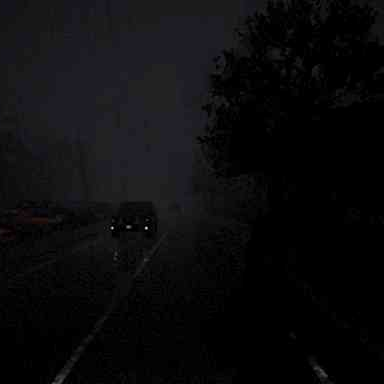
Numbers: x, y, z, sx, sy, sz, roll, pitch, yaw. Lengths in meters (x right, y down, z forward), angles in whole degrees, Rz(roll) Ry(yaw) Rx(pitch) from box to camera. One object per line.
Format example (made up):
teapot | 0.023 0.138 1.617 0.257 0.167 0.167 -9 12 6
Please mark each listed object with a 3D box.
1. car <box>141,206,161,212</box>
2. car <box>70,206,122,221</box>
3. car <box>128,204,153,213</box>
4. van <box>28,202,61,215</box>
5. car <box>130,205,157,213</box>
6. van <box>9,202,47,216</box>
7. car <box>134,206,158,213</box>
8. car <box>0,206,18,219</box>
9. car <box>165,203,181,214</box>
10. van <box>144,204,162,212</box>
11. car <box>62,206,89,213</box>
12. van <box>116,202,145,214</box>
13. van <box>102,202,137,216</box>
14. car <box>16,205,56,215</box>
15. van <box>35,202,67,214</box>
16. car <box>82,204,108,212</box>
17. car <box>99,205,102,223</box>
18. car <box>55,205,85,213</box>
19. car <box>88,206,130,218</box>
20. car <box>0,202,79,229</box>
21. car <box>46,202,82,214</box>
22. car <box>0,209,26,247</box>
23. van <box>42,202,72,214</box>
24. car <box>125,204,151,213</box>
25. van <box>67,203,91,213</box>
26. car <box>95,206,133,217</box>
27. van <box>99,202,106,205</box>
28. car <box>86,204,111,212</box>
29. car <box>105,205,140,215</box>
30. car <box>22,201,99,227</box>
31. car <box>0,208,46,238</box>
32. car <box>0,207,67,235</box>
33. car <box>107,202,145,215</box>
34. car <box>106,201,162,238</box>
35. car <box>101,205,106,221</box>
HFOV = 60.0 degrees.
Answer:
car | -10.247 4.250 83.075 4.792 1.488 2.163 0 -3 0
car | -10.319 2.278 35.942 5.008 1.535 2.097 0 -2 0
car | -10.258 3.320 66.443 4.553 1.767 2.185 0 -3 0
van | -23.264 2.574 52.609 4.442 1.987 1.878 0 -2 0
car | -10.102 3.571 69.210 5.366 1.575 1.946 0 -3 0
van | -23.268 2.395 47.221 4.442 1.987 1.878 0 -2 0
car | -10.289 3.834 74.757 4.892 1.521 2.231 0 -3 0
car | -23.385 2.369 38.908 4.892 1.521 2.231 0 -2 0
car | -3.269 3.019 62.928 2.150 2.045 5.566 0 -2 0
van | -10.388 4.253 88.633 4.442 1.987 1.878 0 -3 0
car | -23.367 3.491 66.567 4.674 1.452 2.002 0 -3 0
van | -10.182 2.703 55.355 4.442 1.987 1.878 0 -3 0
van | -10.188 2.390 47.048 4.442 1.987 1.878 0 -2 0
car | -23.387 2.705 49.983 5.008 1.535 2.097 0 -2 0
van | -23.494 2.709 55.509 4.442 1.987 1.878 0 -3 0
car | -23.330 3.844 80.416 5.566 2.045 2.435 0 -3 0
car | -10.350 2.054 27.617 4.792 1.488 2.163 0 -2 0
car | -23.366 3.321 63.800 5.008 1.535 2.097 0 -3 0
car | -10.279 2.476 41.490 4.792 1.488 2.163 0 -2 0
car | -10.356 1.732 22.076 4.553 1.767 2.185 0 -2 0
car | -23.345 2.936 60.920 5.566 2.045 2.435 0 -3 0
car | -10.146 1.648 13.757 5.366 1.575 1.946 0 -1 0
van | -23.493 2.832 58.152 4.442 1.987 1.878 0 -3 0
car | -10.260 3.191 63.670 4.553 1.767 2.185 0 -3 0
van | -23.484 3.348 69.220 4.442 1.987 1.878 0 -3 0
car | -10.310 2.572 44.266 4.674 1.452 2.002 0 -2 0
van | -10.433 1.968 33.174 4.442 1.987 1.878 0 -2 0
car | -23.328 3.973 83.183 5.566 2.045 2.435 0 -3 0
car | -10.332 2.730 49.822 4.792 1.488 2.163 0 -2 0
car | -10.294 1.689 24.850 5.566 2.045 2.435 0 -2 0
car | -10.335 1.713 16.525 4.892 1.521 2.231 0 -1 0
car | -10.333 1.781 19.296 5.008 1.535 2.097 0 -2 0
car | -10.329 2.548 52.583 5.566 2.045 2.435 0 -3 0
car | -3.344 1.562 20.321 2.150 2.045 5.566 0 -2 0
car | -10.321 2.149 30.391 4.674 1.452 2.002 0 -2 0
